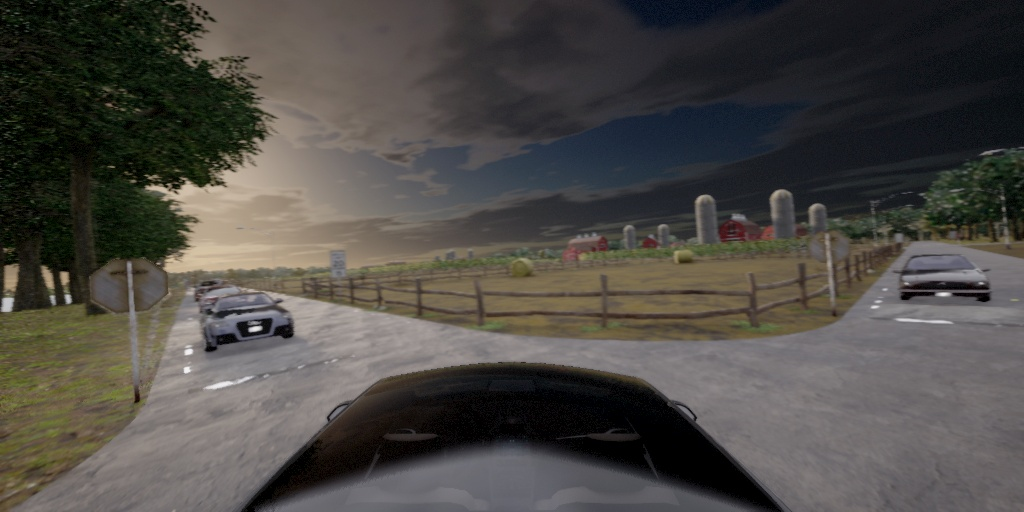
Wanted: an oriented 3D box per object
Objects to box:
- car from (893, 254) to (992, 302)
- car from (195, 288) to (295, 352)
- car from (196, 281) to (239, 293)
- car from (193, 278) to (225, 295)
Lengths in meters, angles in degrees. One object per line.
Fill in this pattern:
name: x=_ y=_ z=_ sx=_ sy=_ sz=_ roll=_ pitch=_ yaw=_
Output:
car: x=14.570 y=0.653 z=12.260 sx=5.357 sy=1.411 sz=2.033 roll=-2 pitch=-2 yaw=-42
car: x=-8.151 y=1.835 z=10.937 sx=1.994 sy=1.385 sz=4.181 roll=-4 pitch=0 yaw=-43
car: x=-14.912 y=2.243 z=18.490 sx=1.812 sy=1.442 sz=4.674 roll=-4 pitch=0 yaw=-42
car: x=-25.275 y=2.784 z=30.084 sx=2.097 sy=1.767 sz=4.553 roll=-4 pitch=0 yaw=-42
